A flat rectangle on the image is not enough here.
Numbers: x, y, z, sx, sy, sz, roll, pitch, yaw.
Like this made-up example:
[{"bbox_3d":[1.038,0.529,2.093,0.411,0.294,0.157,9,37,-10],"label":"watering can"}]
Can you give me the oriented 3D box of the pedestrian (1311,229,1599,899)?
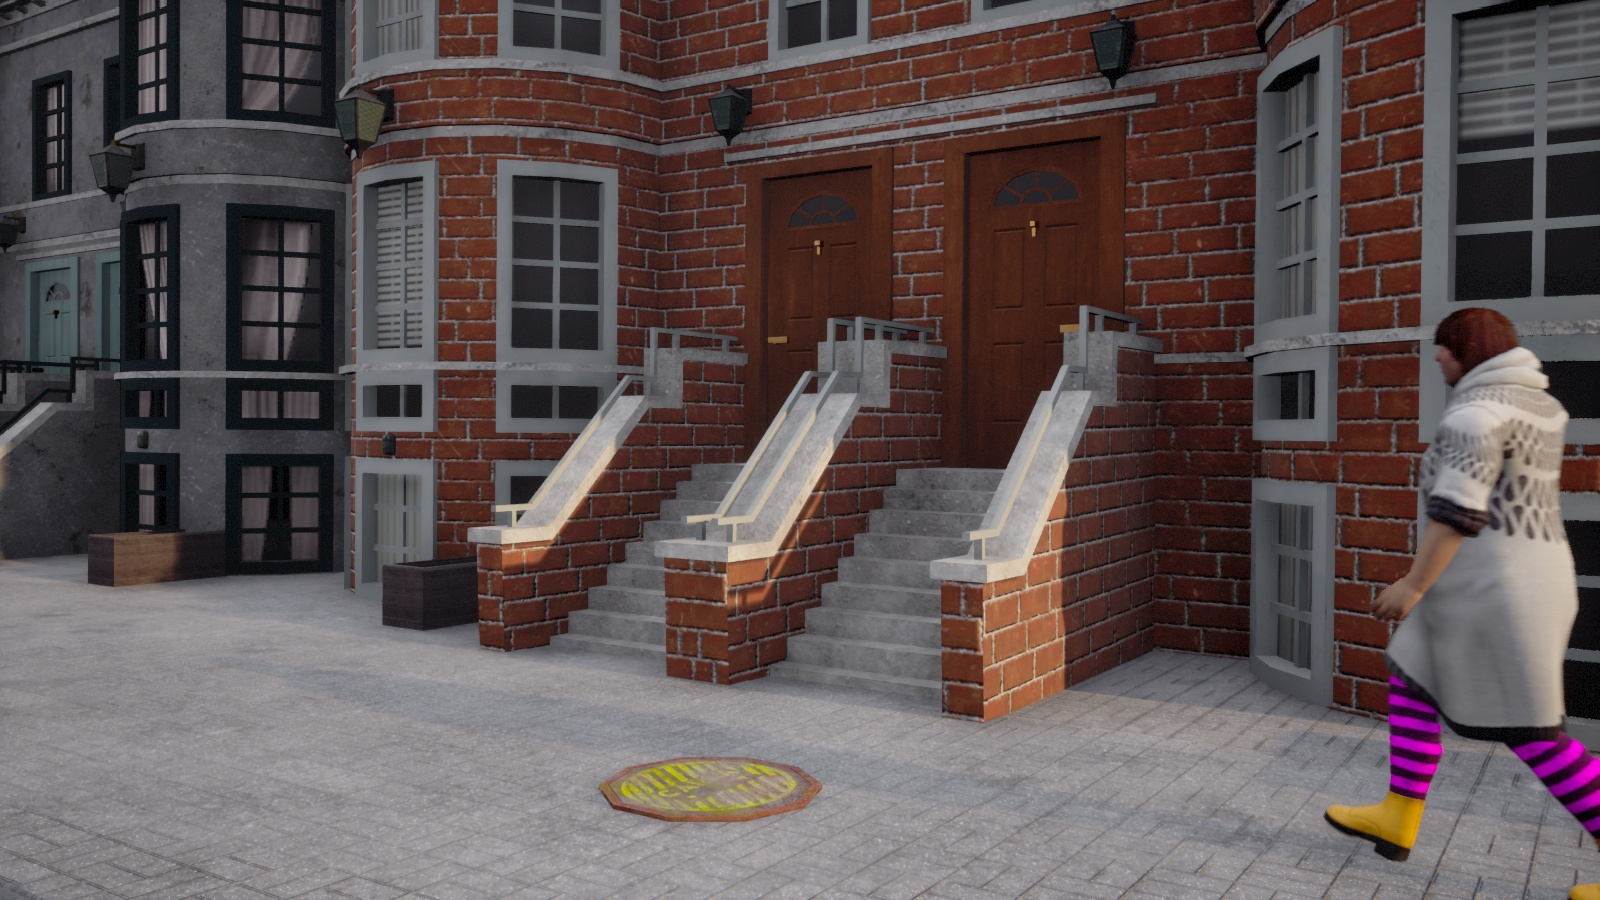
[{"bbox_3d":[2.162,0.368,3.909,0.873,1.952,0.659,0,1,44],"label":"pedestrian"}]
